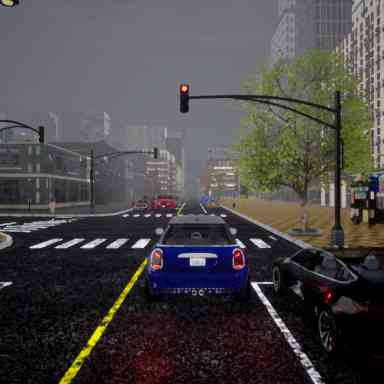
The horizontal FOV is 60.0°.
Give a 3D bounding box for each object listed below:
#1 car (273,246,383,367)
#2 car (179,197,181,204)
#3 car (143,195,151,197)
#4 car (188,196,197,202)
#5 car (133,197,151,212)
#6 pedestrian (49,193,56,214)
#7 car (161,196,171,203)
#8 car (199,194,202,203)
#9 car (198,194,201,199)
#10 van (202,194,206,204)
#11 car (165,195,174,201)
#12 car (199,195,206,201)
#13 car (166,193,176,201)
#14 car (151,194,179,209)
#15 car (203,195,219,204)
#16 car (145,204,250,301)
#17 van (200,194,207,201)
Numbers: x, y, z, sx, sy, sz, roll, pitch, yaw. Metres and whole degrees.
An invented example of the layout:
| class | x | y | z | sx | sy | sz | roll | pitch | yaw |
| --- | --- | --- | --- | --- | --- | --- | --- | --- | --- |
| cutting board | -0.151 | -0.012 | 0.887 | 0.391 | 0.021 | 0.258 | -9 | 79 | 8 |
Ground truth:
| class | x | y | z | sx | sy | sz | roll | pitch | yaw |
| --- | --- | --- | --- | --- | --- | --- | --- | --- | --- |
| car | 2.700 | 1.566 | 5.795 | 1.947 | 1.339 | 4.313 | 0 | 0 | 0 |
| car | -3.034 | 1.529 | 49.480 | 1.812 | 1.442 | 4.674 | 0 | 0 | 0 |
| car | -5.637 | 1.318 | 43.831 | 2.192 | 1.841 | 5.009 | 0 | 0 | 0 |
| car | 0.088 | 1.547 | 77.213 | 2.033 | 1.411 | 5.357 | 0 | 0 | 0 |
| car | -5.644 | 1.585 | 38.280 | 1.802 | 1.307 | 4.206 | 0 | 0 | 0 |
| pedestrian | -12.716 | 1.039 | 30.292 | 0.375 | 1.860 | 0.375 | 0 | -1 | -1 |
| car | -5.608 | 1.532 | 71.416 | 1.752 | 1.417 | 4.829 | 0 | 0 | 0 |
| car | 2.760 | 1.556 | 60.477 | 2.008 | 1.369 | 4.403 | 0 | 0 | 0 |
| car | 2.773 | 1.572 | 71.579 | 1.947 | 1.339 | 4.313 | 0 | 0 | 0 |
| van | 2.749 | 1.345 | 49.375 | 1.690 | 1.788 | 3.998 | 0 | 0 | 0 |
| car | -5.595 | 1.559 | 82.688 | 2.008 | 1.369 | 4.403 | 0 | 0 | 0 |
| car | 2.792 | 1.534 | 88.402 | 1.752 | 1.417 | 4.829 | 0 | 0 | 0 |
| car | -5.588 | 1.324 | 88.239 | 2.192 | 1.841 | 5.009 | 0 | 0 | 0 |
| car | -3.051 | 1.226 | 38.488 | 2.150 | 2.045 | 5.566 | 0 | 0 | 0 |
| car | 2.742 | 1.528 | 43.994 | 1.752 | 1.417 | 4.829 | 0 | 0 | 0 |
| car | 0.110 | 1.353 | 8.462 | 2.097 | 1.767 | 4.553 | 0 | 0 | 0 |
| van | 2.787 | 1.349 | 82.681 | 1.690 | 1.788 | 3.998 | 0 | 0 | 0 |
